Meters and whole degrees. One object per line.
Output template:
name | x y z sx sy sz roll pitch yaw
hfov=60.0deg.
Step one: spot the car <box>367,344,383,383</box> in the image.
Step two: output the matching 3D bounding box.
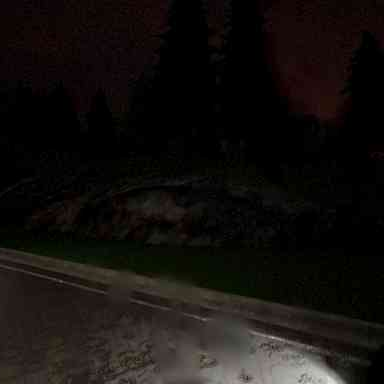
car | 3.157 1.563 1.740 4.181 1.385 1.994 0 0 36
